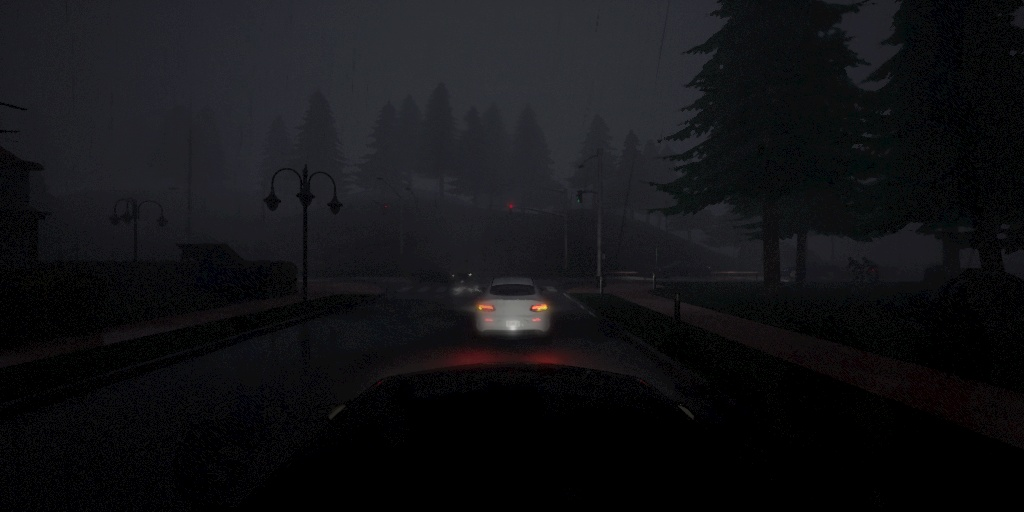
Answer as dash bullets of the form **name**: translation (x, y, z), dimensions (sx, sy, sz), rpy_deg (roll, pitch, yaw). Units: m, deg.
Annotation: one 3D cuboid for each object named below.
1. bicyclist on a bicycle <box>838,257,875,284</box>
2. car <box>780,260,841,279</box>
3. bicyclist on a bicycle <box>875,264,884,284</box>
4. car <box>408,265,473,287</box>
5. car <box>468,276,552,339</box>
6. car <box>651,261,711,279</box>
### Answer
- **bicyclist on a bicycle**: translation (21.134, 0.891, 22.213), dimensions (0.582, 1.620, 1.656), rpy_deg (0, 0, -16)
- **car**: translation (24.386, 1.065, 29.900), dimensions (5.008, 1.535, 1.882), rpy_deg (0, 0, 0)
- **bicyclist on a bicycle**: translation (21.781, 0.892, 21.954), dimensions (0.582, 1.620, 1.656), rpy_deg (0, 0, -14)
- **car**: translation (-4.708, 1.265, 23.578), dimensions (4.718, 1.301, 1.895), rpy_deg (0, 0, 40)
- **car**: translation (0.023, 1.276, 9.935), dimensions (1.812, 1.442, 4.674), rpy_deg (0, 0, 0)
- **car**: translation (14.065, 1.113, 29.864), dimensions (4.674, 1.442, 1.812), rpy_deg (0, 0, -1)
